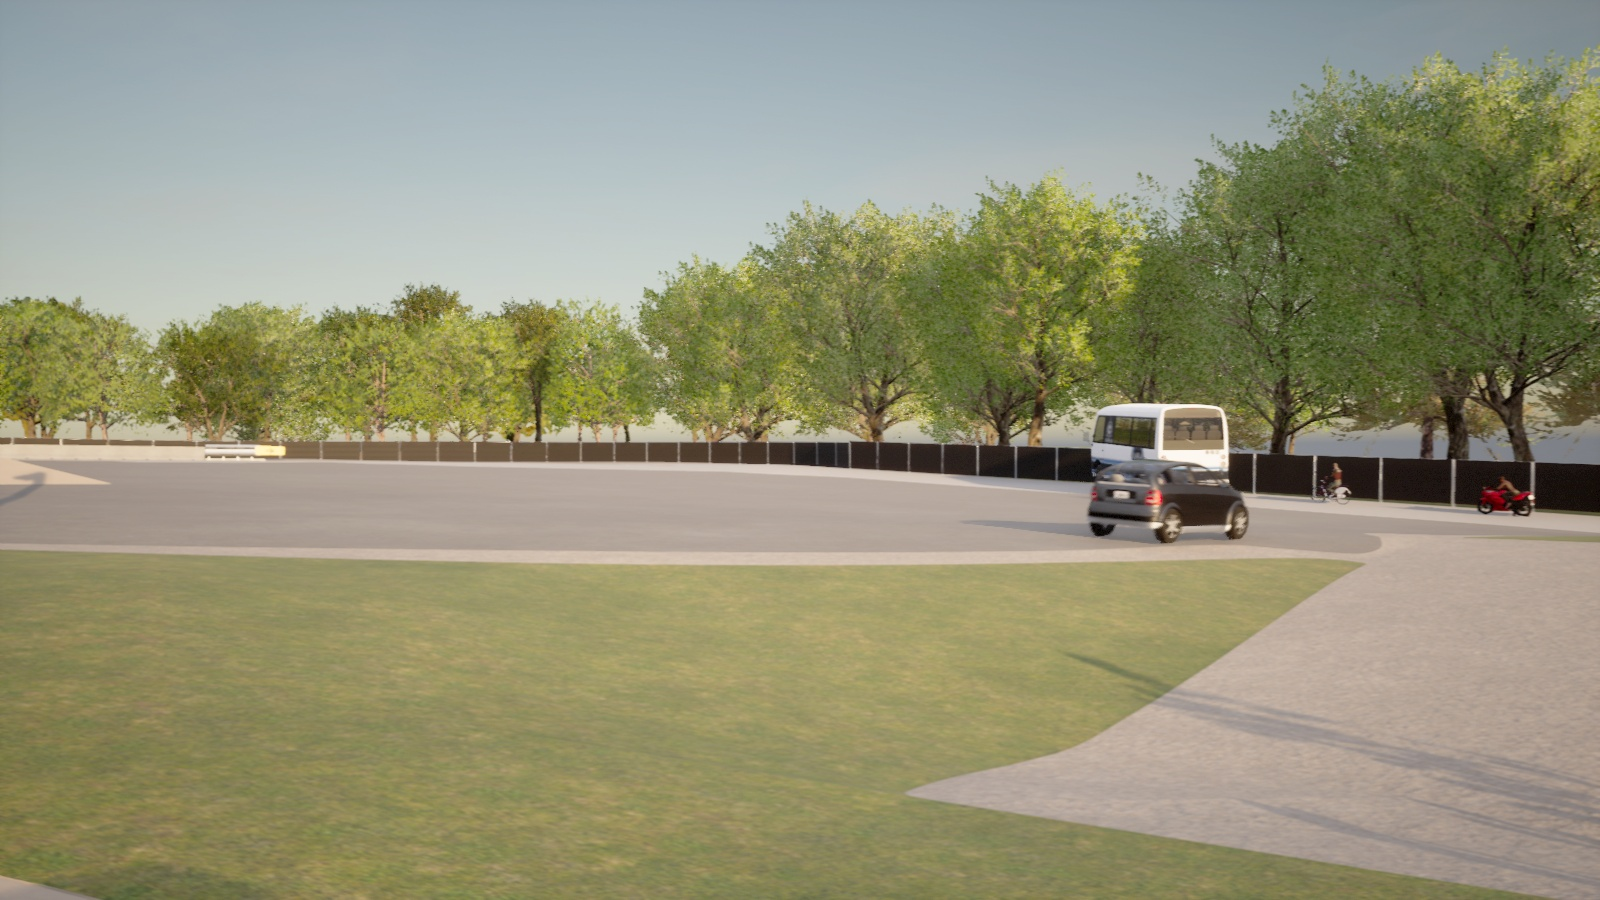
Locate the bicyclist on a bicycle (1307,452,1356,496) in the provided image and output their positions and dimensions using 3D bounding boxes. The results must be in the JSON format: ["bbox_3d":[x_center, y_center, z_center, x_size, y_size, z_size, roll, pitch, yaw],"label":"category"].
[{"bbox_3d":[22.566,1.014,53.306,0.659,1.776,1.843,-2,2,-34],"label":"bicyclist on a bicycle"}]

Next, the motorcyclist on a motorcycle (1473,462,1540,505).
[{"bbox_3d":[26.670,1.254,47.424,0.797,1.523,2.044,-2,2,-36],"label":"motorcyclist on a motorcycle"}]

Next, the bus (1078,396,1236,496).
[{"bbox_3d":[16.779,-0.380,60.123,3.944,4.253,10.273,-2,2,-4],"label":"bus"}]

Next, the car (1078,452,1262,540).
[{"bbox_3d":[7.362,0.858,24.839,3.705,1.549,1.789,1,1,-42],"label":"car"}]
